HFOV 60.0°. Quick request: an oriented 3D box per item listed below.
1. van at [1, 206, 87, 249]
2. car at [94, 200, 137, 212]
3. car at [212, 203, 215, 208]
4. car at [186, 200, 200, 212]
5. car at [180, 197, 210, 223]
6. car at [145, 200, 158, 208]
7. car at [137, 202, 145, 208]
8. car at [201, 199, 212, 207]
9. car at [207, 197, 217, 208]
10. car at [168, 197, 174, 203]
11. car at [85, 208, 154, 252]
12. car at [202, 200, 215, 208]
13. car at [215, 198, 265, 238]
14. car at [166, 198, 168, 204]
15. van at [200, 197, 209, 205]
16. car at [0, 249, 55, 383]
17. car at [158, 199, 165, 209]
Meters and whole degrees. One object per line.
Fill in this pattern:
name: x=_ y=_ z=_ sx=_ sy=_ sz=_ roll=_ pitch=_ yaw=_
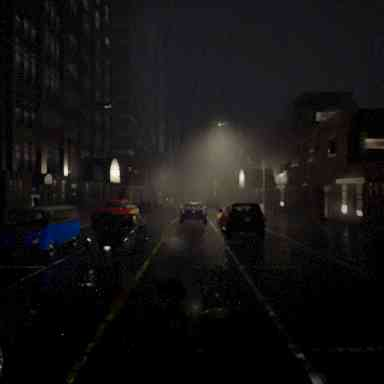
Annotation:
van: x=-5.690 y=1.444 z=12.939 sx=1.690 sy=1.788 sz=3.998 roll=-1 pitch=0 yaw=0
car: x=-5.677 y=1.504 z=24.008 sx=2.192 sy=1.841 sz=5.009 roll=-1 pitch=0 yaw=0
car: x=2.707 y=1.717 z=24.157 sx=1.752 sy=1.417 sz=4.829 roll=-1 pitch=0 yaw=0
car: x=0.158 y=1.880 z=45.045 sx=1.812 sy=1.442 sz=4.674 roll=0 pitch=-1 yaw=0
car: x=0.131 y=1.569 z=27.680 sx=2.097 sy=1.767 sz=4.553 roll=0 pitch=-1 yaw=0
car: x=-5.654 y=1.864 z=40.611 sx=1.887 sy=1.381 sz=4.507 roll=-1 pitch=0 yaw=0
car: x=-5.668 y=1.757 z=29.372 sx=1.752 sy=1.417 sz=4.829 roll=-1 pitch=0 yaw=0
car: x=2.753 y=2.076 z=62.726 sx=1.802 sy=1.307 sz=4.206 roll=-1 pitch=0 yaw=0
car: x=2.729 y=1.679 z=46.126 sx=2.192 sy=1.841 sz=5.009 roll=-1 pitch=0 yaw=0
car: x=-5.603 y=2.107 z=84.889 sx=1.967 sy=1.590 sz=4.097 roll=-1 pitch=0 yaw=0
car: x=-3.065 y=1.664 z=14.708 sx=2.033 sy=1.411 sz=5.357 roll=0 pitch=0 yaw=0
car: x=2.746 y=2.016 z=57.192 sx=1.947 sy=1.339 sz=4.313 roll=-1 pitch=0 yaw=0
car: x=2.696 y=1.462 z=18.454 sx=2.192 sy=1.841 sz=5.009 roll=-1 pitch=0 yaw=0
car: x=-5.635 y=1.973 z=57.044 sx=1.752 sy=1.417 sz=4.829 roll=-1 pitch=0 yaw=0
van: x=2.762 y=1.922 z=73.797 sx=1.690 sy=1.788 sz=3.998 roll=-1 pitch=0 yaw=0
car: x=-3.070 y=1.566 z=2.254 sx=2.033 sy=1.411 sz=5.357 roll=0 pitch=0 yaw=0
car: x=-5.642 y=1.930 z=51.510 sx=1.752 sy=1.417 sz=4.829 roll=-1 pitch=0 yaw=0
